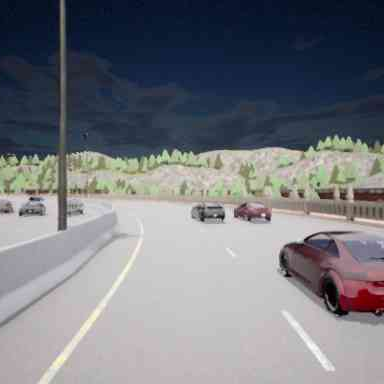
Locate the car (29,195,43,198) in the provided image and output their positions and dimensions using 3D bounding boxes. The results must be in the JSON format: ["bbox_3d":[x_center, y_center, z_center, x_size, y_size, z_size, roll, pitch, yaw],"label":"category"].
[{"bbox_3d":[-31.682,1.253,67.816,1.882,1.535,5.008,0,0,-42],"label":"car"}]

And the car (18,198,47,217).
[{"bbox_3d":[-14.793,1.527,31.041,1.994,1.385,4.181,0,0,-17],"label":"car"}]

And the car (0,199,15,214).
[{"bbox_3d":[-19.398,1.484,33.844,1.812,1.442,4.674,0,0,-20],"label":"car"}]

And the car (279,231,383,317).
[{"bbox_3d":[3.443,1.557,7.561,1.994,1.385,4.181,0,0,-2],"label":"car"}]

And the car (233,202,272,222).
[{"bbox_3d":[4.682,1.499,26.231,1.812,1.442,4.674,0,0,-12],"label":"car"}]

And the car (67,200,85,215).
[{"bbox_3d":[-11.625,1.488,32.658,1.812,1.442,4.674,0,0,-18],"label":"car"}]

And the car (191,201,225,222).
[{"bbox_3d":[1.167,1.464,25.939,2.128,1.511,4.902,0,0,-12],"label":"car"}]
